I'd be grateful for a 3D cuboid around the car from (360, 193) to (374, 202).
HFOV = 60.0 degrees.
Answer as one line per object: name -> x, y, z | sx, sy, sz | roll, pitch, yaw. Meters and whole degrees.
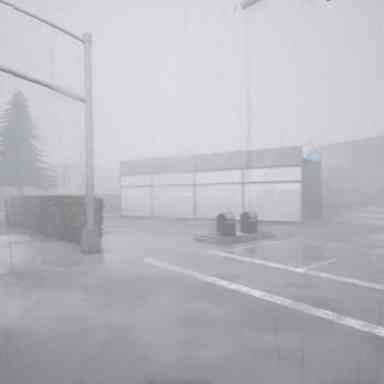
car -> 27.801, 0.943, 54.211 | 4.611, 1.667, 2.242 | -1, 0, -40
